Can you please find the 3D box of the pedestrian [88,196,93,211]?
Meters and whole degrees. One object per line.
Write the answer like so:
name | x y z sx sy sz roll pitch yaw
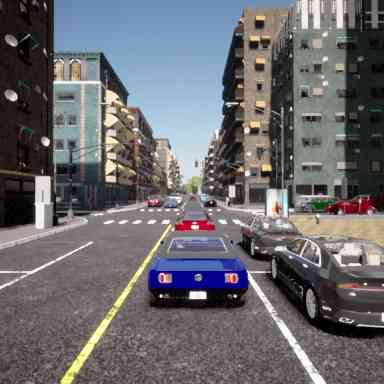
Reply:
pedestrian | -12.435 1.347 40.688 0.375 1.860 0.375 0 0 1

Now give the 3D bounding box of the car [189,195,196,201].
car | 0.198 1.559 85.675 1.812 1.442 4.674 0 0 0

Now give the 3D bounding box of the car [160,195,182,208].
car | -2.990 1.565 48.672 2.033 1.411 5.357 0 0 1

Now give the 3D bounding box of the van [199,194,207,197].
van | 2.885 1.373 78.545 1.690 1.788 3.998 1 0 0

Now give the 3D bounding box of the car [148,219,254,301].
car | 0.119 1.603 8.311 1.895 1.301 4.718 0 0 0

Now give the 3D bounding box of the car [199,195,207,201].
car | 2.909 1.581 89.686 1.887 1.381 4.507 1 0 0

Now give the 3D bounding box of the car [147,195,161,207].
car | -5.558 1.334 50.748 2.192 1.841 5.009 1 0 0

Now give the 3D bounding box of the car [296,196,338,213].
car | 13.415 1.272 34.904 4.553 1.767 2.097 0 -1 1

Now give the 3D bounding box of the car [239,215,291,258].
car | 2.859 1.555 12.495 2.008 1.369 4.403 1 0 0

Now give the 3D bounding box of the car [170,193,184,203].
car | -2.942 1.244 58.673 2.150 2.045 5.566 0 0 1

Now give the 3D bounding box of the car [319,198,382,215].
car | 13.770 1.413 29.101 4.206 1.307 1.802 0 0 1

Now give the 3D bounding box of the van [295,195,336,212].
van | 13.850 1.296 37.483 3.998 1.788 1.690 0 0 1

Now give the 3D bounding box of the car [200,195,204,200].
car | 2.831 1.603 56.259 1.802 1.307 4.206 1 0 0

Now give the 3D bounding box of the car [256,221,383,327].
car | 2.846 1.553 6.925 2.008 1.369 4.403 1 0 0

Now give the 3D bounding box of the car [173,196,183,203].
car | -2.850 1.591 68.615 1.994 1.385 4.181 0 0 0

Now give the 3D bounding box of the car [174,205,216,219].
car | 0.135 1.569 17.174 1.994 1.385 4.181 0 0 0

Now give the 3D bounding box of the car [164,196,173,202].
car | -5.497 1.597 78.603 1.947 1.339 4.313 1 0 0

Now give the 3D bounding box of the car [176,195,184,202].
car | -2.817 1.532 79.024 1.837 1.490 4.892 0 0 0

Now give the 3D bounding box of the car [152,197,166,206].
car | -5.549 1.566 56.319 1.887 1.381 4.507 1 0 0

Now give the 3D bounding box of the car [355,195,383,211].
car | 19.377 1.228 37.431 5.009 1.841 2.192 0 0 1

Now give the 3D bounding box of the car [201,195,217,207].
car | 2.818 1.585 50.688 1.947 1.339 4.313 1 0 0
